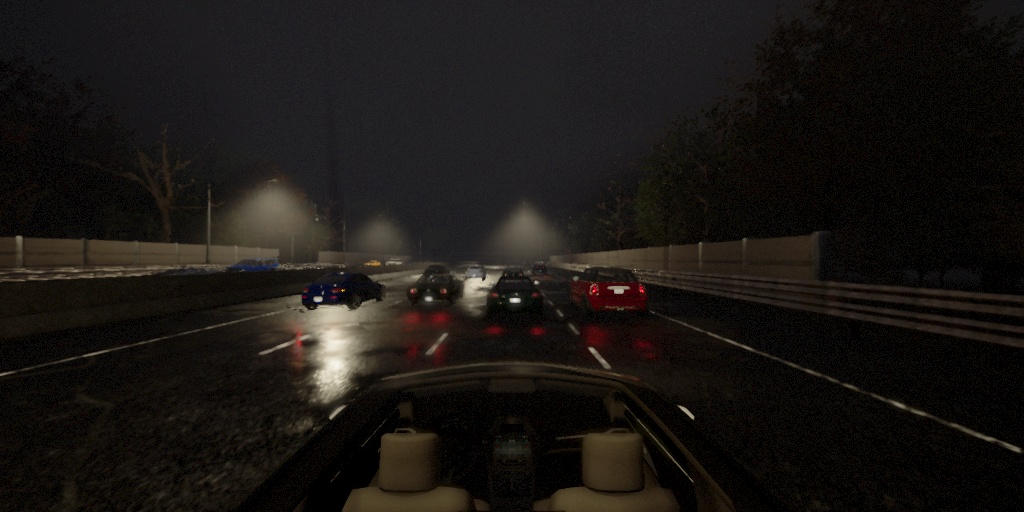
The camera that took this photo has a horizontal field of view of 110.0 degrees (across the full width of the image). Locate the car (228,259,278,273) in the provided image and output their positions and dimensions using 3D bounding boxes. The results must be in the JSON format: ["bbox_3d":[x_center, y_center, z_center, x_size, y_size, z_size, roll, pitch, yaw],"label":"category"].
[{"bbox_3d":[-24.584,1.261,34.104,2.150,2.045,5.566,0,0,0],"label":"car"}]

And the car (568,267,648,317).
[{"bbox_3d":[3.505,1.203,13.883,2.097,1.767,4.553,0,-1,0],"label":"car"}]

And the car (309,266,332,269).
[{"bbox_3d":[-17.584,1.593,32.951,1.994,1.385,4.181,0,-1,0],"label":"car"}]

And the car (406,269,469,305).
[{"bbox_3d":[-3.392,1.485,16.863,1.895,1.301,4.718,0,-1,0],"label":"car"}]

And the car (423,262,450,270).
[{"bbox_3d":[-6.890,1.538,33.346,1.837,1.490,4.892,0,-1,0],"label":"car"}]

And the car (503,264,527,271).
[{"bbox_3d":[0.112,1.620,31.919,1.895,1.301,4.718,0,-1,0],"label":"car"}]

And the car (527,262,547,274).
[{"bbox_3d":[3.515,1.643,46.584,2.128,1.511,4.902,0,-1,0],"label":"car"}]

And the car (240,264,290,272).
[{"bbox_3d":[-21.088,1.619,31.640,1.895,1.301,4.718,0,-1,0],"label":"car"}]

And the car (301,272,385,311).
[{"bbox_3d":[-6.896,1.394,15.067,1.812,1.442,4.674,0,-1,0],"label":"car"}]

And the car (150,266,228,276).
[{"bbox_3d":[-28.088,1.561,31.169,2.033,1.411,5.357,0,-1,0],"label":"car"}]

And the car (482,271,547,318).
[{"bbox_3d":[0.107,1.418,13.549,1.994,1.385,4.181,0,-1,0],"label":"car"}]

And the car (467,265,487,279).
[{"bbox_3d":[-3.404,1.568,34.446,1.812,1.442,4.674,0,-1,0],"label":"car"}]
